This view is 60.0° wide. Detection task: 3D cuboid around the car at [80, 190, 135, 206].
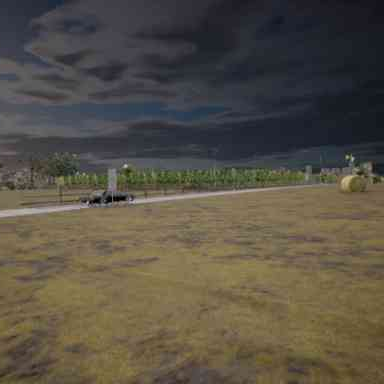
[{"bbox_3d":[-7.285,0.458,29.159,1.895,1.301,4.718,-1,2,37],"label":"car"}]
